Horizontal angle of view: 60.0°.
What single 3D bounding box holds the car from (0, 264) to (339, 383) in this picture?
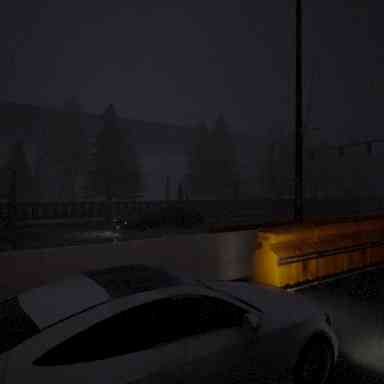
[{"bbox_3d":[-0.414,1.527,3.454,4.674,1.442,1.812,0,0,-36],"label":"car"}]
